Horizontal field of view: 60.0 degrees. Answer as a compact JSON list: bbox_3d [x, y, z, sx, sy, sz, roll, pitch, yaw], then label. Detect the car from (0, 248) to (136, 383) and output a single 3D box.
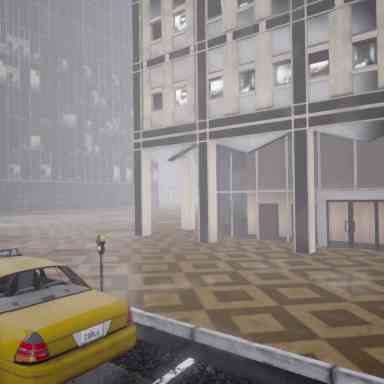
[{"bbox_3d":[-2.979,1.528,5.014,4.829,1.417,1.752,0,-1,36],"label":"car"}]
